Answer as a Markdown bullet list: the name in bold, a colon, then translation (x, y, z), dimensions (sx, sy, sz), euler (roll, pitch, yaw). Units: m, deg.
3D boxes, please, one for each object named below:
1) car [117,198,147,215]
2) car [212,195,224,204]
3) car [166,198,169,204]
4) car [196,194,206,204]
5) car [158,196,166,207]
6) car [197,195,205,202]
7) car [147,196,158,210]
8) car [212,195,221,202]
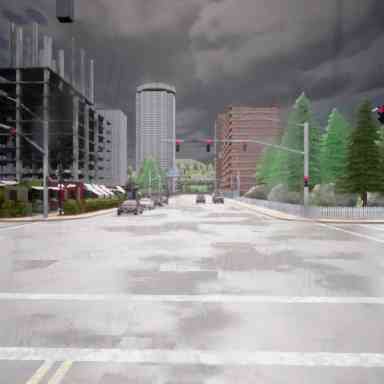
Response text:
- **car**: translation (-6.162, 1.526, 33.631), dimensions (1.812, 1.442, 4.674), euler (0, 0, 2)
- **car**: translation (5.255, 1.526, 65.670), dimensions (1.812, 1.442, 4.674), euler (0, 0, 1)
- **car**: translation (-5.415, 1.564, 61.648), dimensions (1.994, 1.385, 4.181), euler (0, 0, 2)
- **car**: translation (1.748, 1.601, 65.439), dimensions (1.895, 1.301, 4.718), euler (0, 0, 1)
- **car**: translation (-5.687, 1.352, 51.726), dimensions (2.097, 1.767, 4.553), euler (0, 0, 1)
- **car**: translation (1.976, 1.327, 74.624), dimensions (1.837, 1.490, 4.892), euler (0, 0, 1)
- **car**: translation (-5.918, 1.526, 42.721), dimensions (1.812, 1.442, 4.674), euler (0, 0, 1)
- **car**: translation (5.476, 1.422, 74.566), dimensions (1.895, 1.301, 4.718), euler (0, 0, 1)
